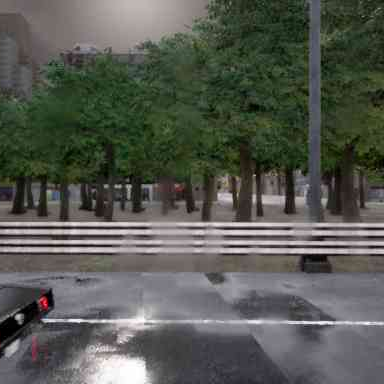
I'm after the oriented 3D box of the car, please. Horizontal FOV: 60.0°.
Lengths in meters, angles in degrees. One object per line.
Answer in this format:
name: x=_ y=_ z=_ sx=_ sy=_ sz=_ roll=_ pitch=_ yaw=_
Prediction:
car: x=-4.384 y=1.595 z=4.088 sx=4.718 sy=1.301 sz=1.895 roll=0 pitch=0 yaw=1
